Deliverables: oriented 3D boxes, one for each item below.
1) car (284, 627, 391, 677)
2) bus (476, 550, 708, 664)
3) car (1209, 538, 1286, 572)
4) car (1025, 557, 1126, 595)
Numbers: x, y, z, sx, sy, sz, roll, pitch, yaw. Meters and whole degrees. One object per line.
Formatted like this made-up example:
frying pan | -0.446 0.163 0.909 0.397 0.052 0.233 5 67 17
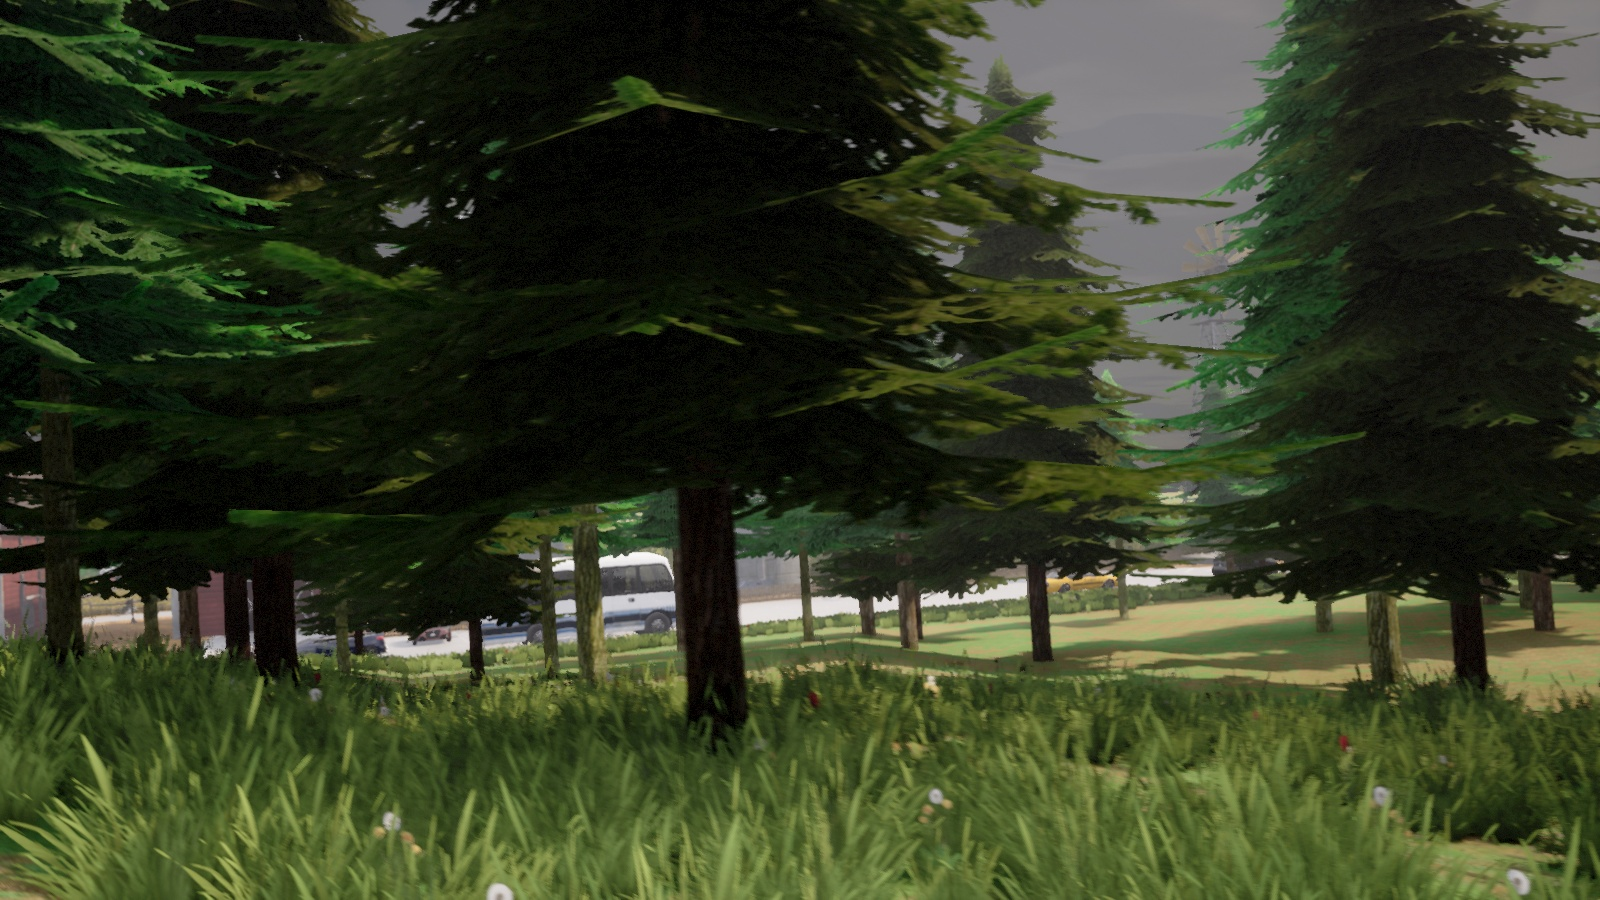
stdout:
car | -22.120 9.621 60.078 4.611 1.667 2.242 -4 -2 -21
bus | -10.136 7.457 61.083 10.273 4.253 3.944 -4 -2 -21
car | 26.860 6.292 75.393 3.988 1.617 1.851 -4 -2 -21
car | 15.606 7.076 71.009 5.366 1.575 1.801 -4 -2 -21
